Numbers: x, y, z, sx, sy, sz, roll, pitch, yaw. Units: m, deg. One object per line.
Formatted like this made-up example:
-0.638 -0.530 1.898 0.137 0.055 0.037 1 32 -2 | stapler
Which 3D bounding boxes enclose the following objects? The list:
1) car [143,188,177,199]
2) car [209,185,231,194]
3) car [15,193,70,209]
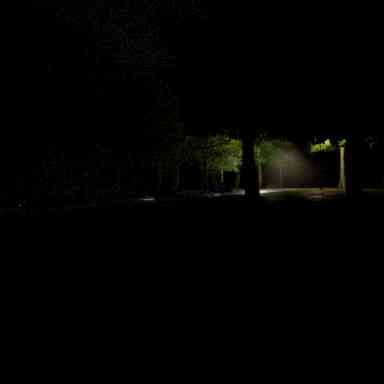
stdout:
-4.314 0.123 45.572 2.033 1.411 5.357 -1 2 38 | car
4.823 -0.496 57.335 1.882 1.535 5.008 -1 2 38 | car
-14.495 0.829 32.338 1.895 1.301 4.718 -1 2 37 | car
